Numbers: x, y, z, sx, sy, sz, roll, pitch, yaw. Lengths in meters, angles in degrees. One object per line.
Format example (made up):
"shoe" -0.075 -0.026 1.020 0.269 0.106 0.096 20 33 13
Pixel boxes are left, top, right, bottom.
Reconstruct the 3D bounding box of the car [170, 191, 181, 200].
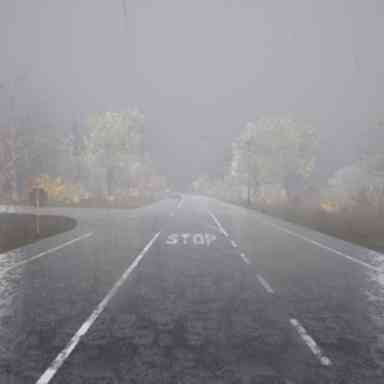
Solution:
"car" -3.863 0.861 78.710 2.150 2.045 5.566 0 0 0
